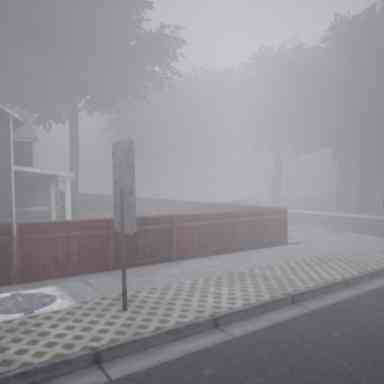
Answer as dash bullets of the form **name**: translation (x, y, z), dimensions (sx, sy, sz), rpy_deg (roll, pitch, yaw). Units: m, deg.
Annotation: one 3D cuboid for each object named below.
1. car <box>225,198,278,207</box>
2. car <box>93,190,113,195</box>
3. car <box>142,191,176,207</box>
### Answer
- **car**: translation (4.381, 1.185, 24.529), dimensions (2.128, 1.511, 4.902), rpy_deg (-2, 2, -35)
- **car**: translation (-13.183, 0.414, 49.398), dimensions (2.033, 1.411, 5.357), rpy_deg (-2, 3, -35)
- **car**: translation (-3.495, 0.750, 35.624), dimensions (2.097, 1.767, 4.553), rpy_deg (-2, 3, -35)
